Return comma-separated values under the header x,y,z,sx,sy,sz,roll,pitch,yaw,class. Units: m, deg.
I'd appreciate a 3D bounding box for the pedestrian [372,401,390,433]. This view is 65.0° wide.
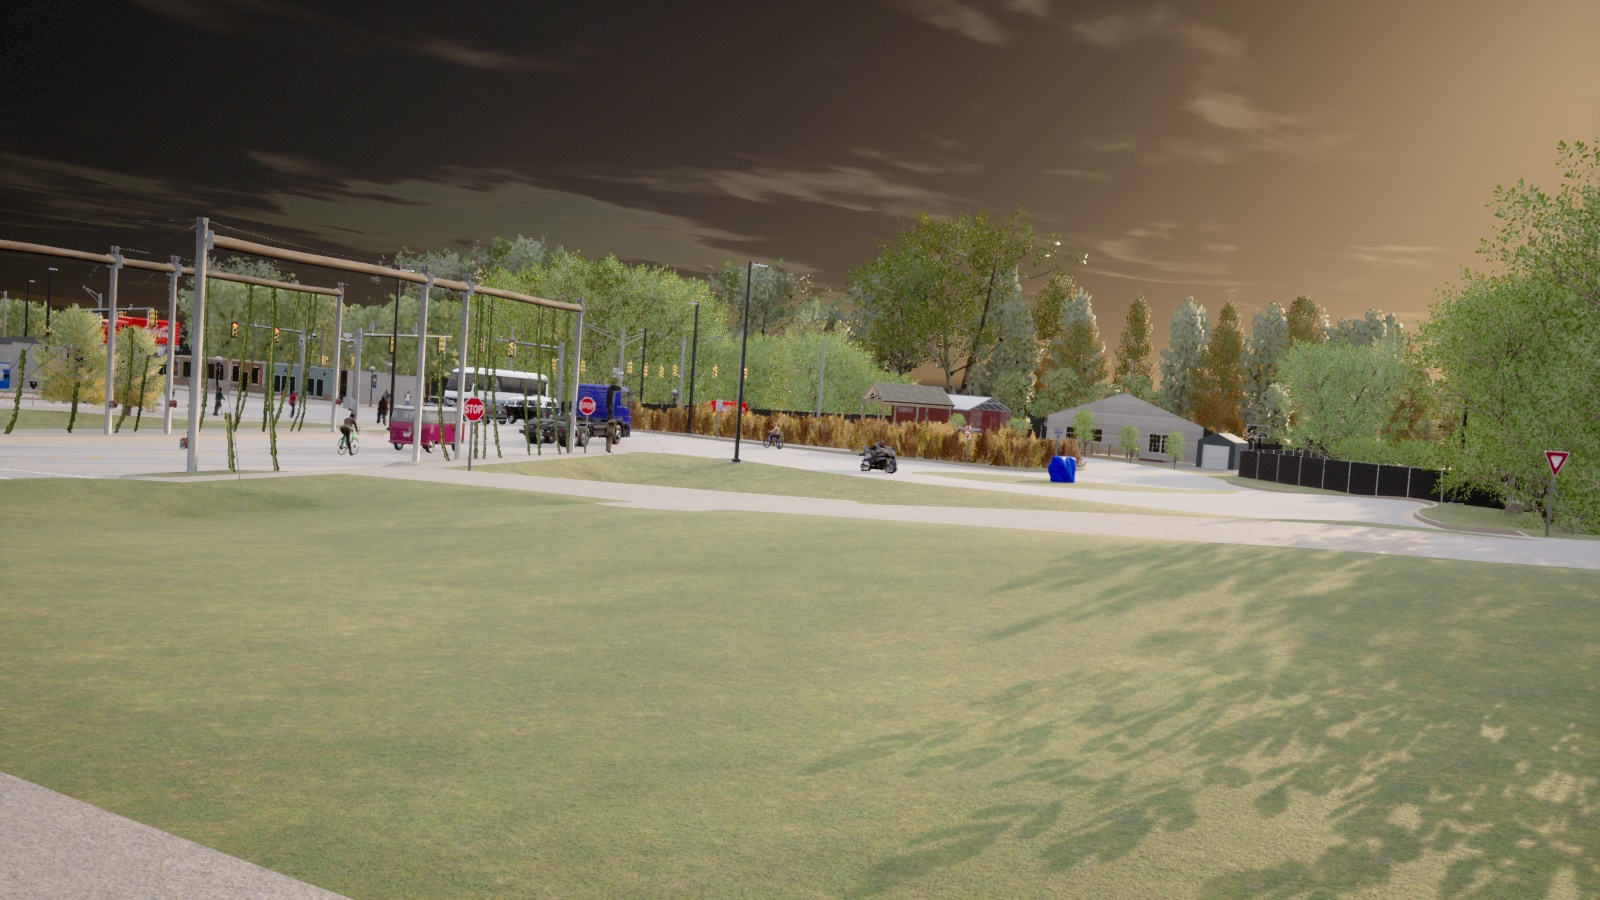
x,y,z,sx,sy,sz,roll,pitch,yaw,class
-24.806,-1.937,74.366,0.634,1.844,0.899,0,5,-44,pedestrian

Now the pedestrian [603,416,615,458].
x,y,z,sx,sy,sz,roll,pitch,yaw,class
-9.082,-0.628,59.776,0.396,1.930,0.692,2,3,-14,pedestrian

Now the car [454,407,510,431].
x,y,z,sx,sy,sz,roll,pitch,yaw,class
-22.143,-2.189,87.419,3.705,1.549,1.789,3,3,35,car

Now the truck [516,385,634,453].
x,y,z,sx,sy,sz,roll,pitch,yaw,class
-12.515,-1.824,70.636,2.891,3.462,7.936,4,4,19,truck

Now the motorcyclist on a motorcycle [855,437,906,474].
x,y,z,sx,sy,sz,roll,pitch,yaw,class
3.554,0.250,55.729,0.866,1.530,2.191,3,1,-42,motorcyclist on a motorcycle

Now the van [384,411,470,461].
x,y,z,sx,sy,sz,roll,pitch,yaw,class
-16.399,-0.647,55.473,1.775,1.987,4.442,4,2,10,van

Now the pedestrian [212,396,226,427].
x,y,z,sx,sy,sz,roll,pitch,yaw,class
-35.448,-2.330,76.650,0.353,1.847,0.614,5,4,35,pedestrian

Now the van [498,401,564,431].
x,y,z,sx,sy,sz,roll,pitch,yaw,class
-19.253,-2.459,89.872,4.480,2.038,2.069,3,3,36,van
